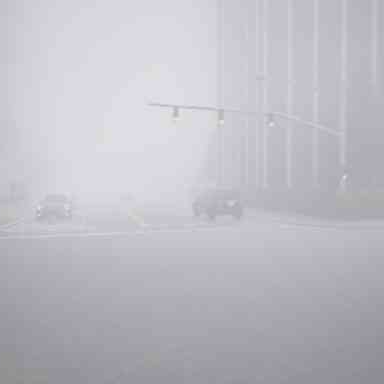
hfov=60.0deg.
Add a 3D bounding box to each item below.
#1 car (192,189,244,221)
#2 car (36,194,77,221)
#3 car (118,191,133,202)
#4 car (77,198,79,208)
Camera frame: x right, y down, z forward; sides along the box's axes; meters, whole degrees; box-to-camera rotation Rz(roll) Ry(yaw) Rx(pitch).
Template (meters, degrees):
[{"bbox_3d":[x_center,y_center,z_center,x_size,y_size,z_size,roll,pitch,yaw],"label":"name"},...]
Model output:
[{"bbox_3d":[1.678,0.825,23.193,2.150,2.045,5.566,0,1,-16],"label":"car"},{"bbox_3d":[-9.518,0.973,23.408,2.097,1.767,4.553,0,1,-16],"label":"car"},{"bbox_3d":[-10.123,0.655,50.814,2.128,1.511,4.902,0,1,-17],"label":"car"},{"bbox_3d":[-12.409,1.005,33.525,2.033,1.411,5.357,0,1,-15],"label":"car"}]
